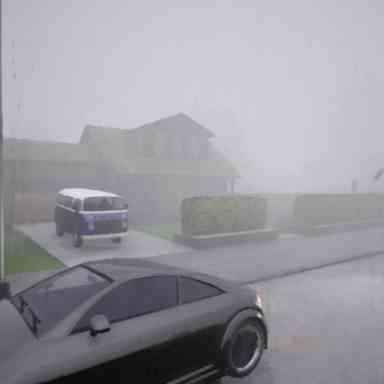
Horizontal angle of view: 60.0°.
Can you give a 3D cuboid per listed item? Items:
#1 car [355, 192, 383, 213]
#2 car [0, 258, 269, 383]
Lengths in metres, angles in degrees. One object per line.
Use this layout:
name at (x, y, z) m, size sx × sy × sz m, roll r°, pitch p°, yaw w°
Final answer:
car at (16.785, 1.031, 33.088) m, size 2.150 × 2.045 × 5.566 m, roll 0°, pitch 0°, yaw -37°
car at (-1.026, 1.556, 3.879) m, size 4.181 × 1.385 × 1.994 m, roll -1°, pitch 0°, yaw -38°
